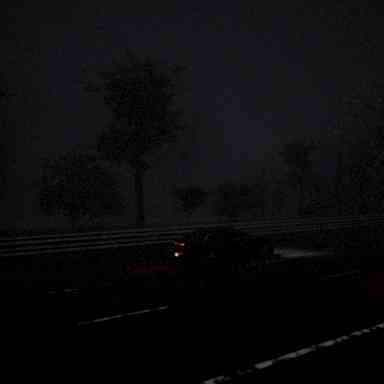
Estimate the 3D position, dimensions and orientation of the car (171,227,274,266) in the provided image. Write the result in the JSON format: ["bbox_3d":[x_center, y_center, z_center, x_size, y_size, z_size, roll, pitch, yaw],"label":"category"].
[{"bbox_3d":[1.471,2.322,14.969,4.892,1.490,1.837,0,-4,-28],"label":"car"}]
